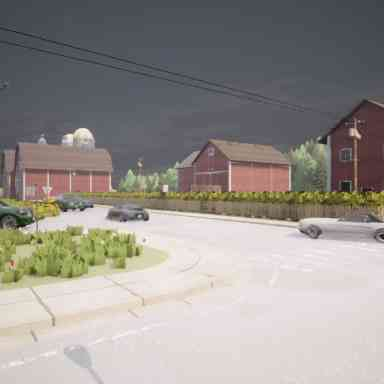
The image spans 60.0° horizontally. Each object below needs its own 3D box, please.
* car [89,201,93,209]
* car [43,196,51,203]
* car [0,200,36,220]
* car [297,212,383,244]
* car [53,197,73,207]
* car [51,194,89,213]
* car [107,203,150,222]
[{"bbox_3d":[-15.097,1.564,45.735,1.994,1.385,4.181,0,0,-35],"label":"car"},{"bbox_3d":[-25.417,1.478,59.936,1.882,1.535,5.008,0,0,-36],"label":"car"},{"bbox_3d":[-12.161,1.217,19.325,5.566,2.045,2.150,1,0,-12],"label":"car"},{"bbox_3d":[7.548,1.601,15.864,4.718,1.301,1.895,0,0,30],"label":"car"},{"bbox_3d":[-20.797,1.564,53.540,1.994,1.385,4.181,0,0,-36],"label":"car"},{"bbox_3d":[-14.039,1.221,38.058,2.150,2.045,5.566,0,0,-36],"label":"car"},{"bbox_3d":[-4.905,1.564,25.387,1.994,1.385,4.181,0,0,-36],"label":"car"}]
